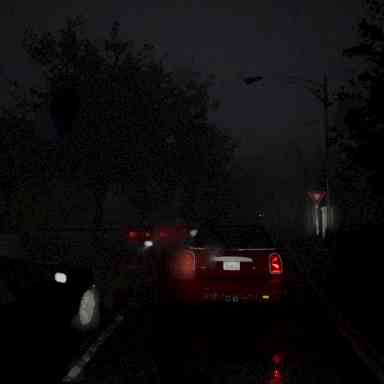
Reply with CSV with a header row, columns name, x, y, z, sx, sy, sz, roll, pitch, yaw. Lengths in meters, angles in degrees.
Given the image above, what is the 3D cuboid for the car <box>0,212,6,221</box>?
name,x,y,z,sx,sy,sz,roll,pitch,yaw
car,-27.154,3.525,47.265,2.128,1.511,4.902,-2,-4,20

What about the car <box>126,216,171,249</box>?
name,x,y,z,sx,sy,sz,roll,pitch,yaw
car,-1.140,1.700,14.649,1.895,1.301,4.718,-1,-2,12

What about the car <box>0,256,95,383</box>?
name,x,y,z,sx,sy,sz,roll,pitch,yaw
car,-2.759,1.492,3.936,1.882,1.535,5.008,0,0,4

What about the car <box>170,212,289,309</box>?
name,x,y,z,sx,sy,sz,roll,pitch,yaw
car,0.978,1.355,8.103,2.097,1.767,4.553,-1,0,7

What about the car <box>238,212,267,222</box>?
name,x,y,z,sx,sy,sz,roll,pitch,yaw
car,9.773,4.011,54.285,1.837,1.490,4.892,4,-5,-32
